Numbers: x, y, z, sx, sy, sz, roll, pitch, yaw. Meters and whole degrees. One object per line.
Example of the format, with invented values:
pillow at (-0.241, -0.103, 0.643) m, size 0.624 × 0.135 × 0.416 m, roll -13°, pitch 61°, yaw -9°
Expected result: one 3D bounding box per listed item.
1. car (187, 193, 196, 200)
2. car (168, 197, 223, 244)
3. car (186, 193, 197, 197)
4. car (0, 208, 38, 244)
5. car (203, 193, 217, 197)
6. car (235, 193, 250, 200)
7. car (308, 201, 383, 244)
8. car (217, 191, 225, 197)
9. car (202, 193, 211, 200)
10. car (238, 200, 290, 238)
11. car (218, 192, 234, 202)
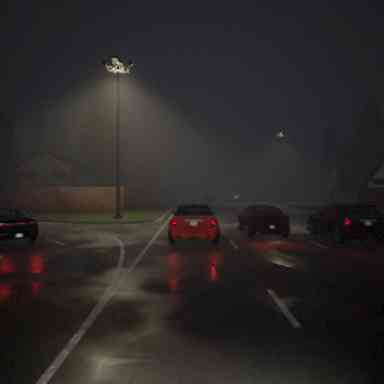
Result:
car at (-0.094, 1.013, 77.344) m, size 2.033 × 1.411 × 5.357 m, roll 0°, pitch 0°, yaw 0°
car at (0.074, 1.276, 15.460) m, size 2.097 × 1.767 × 4.553 m, roll 0°, pitch 0°, yaw 0°
car at (-0.082, 1.025, 67.311) m, size 2.097 × 1.767 × 4.553 m, roll 0°, pitch 0°, yaw 0°
car at (-8.320, 1.421, 14.265) m, size 4.902 × 1.511 × 2.128 m, roll 0°, pitch 0°, yaw 43°
car at (3.418, 1.025, 67.314) m, size 2.097 × 1.767 × 4.553 m, roll 0°, pitch 0°, yaw 0°
car at (10.418, 1.270, 67.385) m, size 1.895 × 1.301 × 4.718 m, roll 0°, pitch 0°, yaw 0°
car at (7.074, 1.276, 15.484) m, size 2.097 × 1.767 × 4.553 m, roll 0°, pitch 0°, yaw 0°
car at (6.905, 0.761, 78.212) m, size 2.150 × 2.045 × 5.566 m, roll 0°, pitch 0°, yaw 0°
car at (3.406, 0.973, 77.348) m, size 1.837 × 1.490 × 4.892 m, roll 0°, pitch 0°, yaw 0°
car at (3.575, 1.393, 17.311) m, size 1.882 × 1.535 × 5.008 m, roll 0°, pitch 0°, yaw 0°
car at (6.917, 1.264, 68.117) m, size 1.895 × 1.301 × 4.718 m, roll 0°, pitch 0°, yaw 0°
